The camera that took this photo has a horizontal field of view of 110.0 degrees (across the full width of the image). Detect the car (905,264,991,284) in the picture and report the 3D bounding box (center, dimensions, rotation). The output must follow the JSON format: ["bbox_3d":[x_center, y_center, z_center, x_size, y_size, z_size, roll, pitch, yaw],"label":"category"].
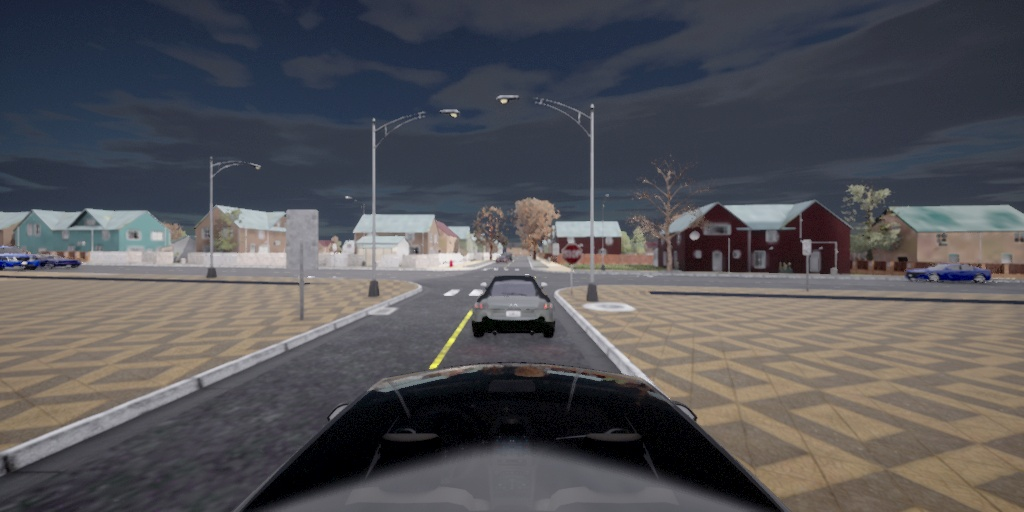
[{"bbox_3d":[34.900,1.353,28.822,5.008,1.535,1.882,1,0,8],"label":"car"}]

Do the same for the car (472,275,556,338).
[{"bbox_3d":[0.048,1.208,9.866,1.994,1.385,4.181,0,1,0],"label":"car"}]

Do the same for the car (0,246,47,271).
[{"bbox_3d":[-42.099,0.181,29.348,5.566,2.045,2.150,1,0,8],"label":"car"}]

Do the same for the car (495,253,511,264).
[{"bbox_3d":[-1.674,0.589,60.982,1.994,1.385,4.181,0,1,3],"label":"car"}]

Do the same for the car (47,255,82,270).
[{"bbox_3d":[-42.157,0.543,32.641,4.718,1.301,1.895,1,0,8],"label":"car"}]
